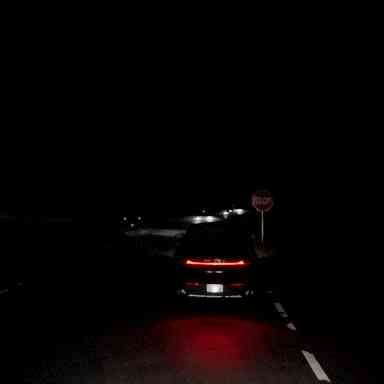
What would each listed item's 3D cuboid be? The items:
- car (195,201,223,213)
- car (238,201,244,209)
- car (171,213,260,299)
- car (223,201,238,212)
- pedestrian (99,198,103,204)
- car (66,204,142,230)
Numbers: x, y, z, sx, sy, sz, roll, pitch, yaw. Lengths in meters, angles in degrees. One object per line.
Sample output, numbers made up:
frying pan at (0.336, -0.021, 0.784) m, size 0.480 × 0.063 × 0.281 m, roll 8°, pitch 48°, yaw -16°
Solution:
car at (1.704, 1.802, 35.383) m, size 1.994 × 1.385 × 4.181 m, roll 0°, pitch -1°, yaw 15°
car at (7.349, 2.158, 54.843) m, size 1.895 × 1.301 × 4.718 m, roll 0°, pitch -1°, yaw 16°
car at (0.590, 1.510, 8.481) m, size 1.837 × 1.490 × 4.892 m, roll 0°, pitch 0°, yaw 4°
car at (4.492, 1.947, 45.288) m, size 2.033 × 1.411 × 5.357 m, roll 0°, pitch -1°, yaw 17°
pedestrian at (-8.008, 1.099, 28.566) m, size 0.375 × 1.860 × 0.375 m, roll 0°, pitch -4°, yaw 7°
car at (-5.481, 1.472, 20.774) m, size 4.718 × 1.301 × 1.895 m, roll 5°, pitch -1°, yaw 25°
